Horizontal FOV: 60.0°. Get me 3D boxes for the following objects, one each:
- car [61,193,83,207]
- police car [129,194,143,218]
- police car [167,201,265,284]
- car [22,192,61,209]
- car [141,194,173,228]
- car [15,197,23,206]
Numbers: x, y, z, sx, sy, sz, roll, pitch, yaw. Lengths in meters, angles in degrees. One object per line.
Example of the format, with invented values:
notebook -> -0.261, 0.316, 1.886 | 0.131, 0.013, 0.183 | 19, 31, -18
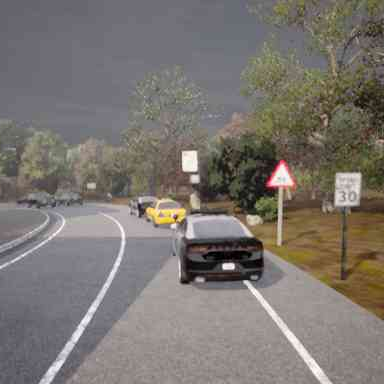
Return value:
car -> -16.496, 0.947, 44.547 | 2.097, 1.767, 4.553 | -5, 3, -42
police car -> -3.606, 1.000, 25.587 | 1.930, 1.638, 5.238 | -2, 2, -21
police car -> 0.459, 1.279, 9.408 | 1.930, 1.638, 5.238 | -1, 1, -7
car -> -19.188, 1.057, 42.322 | 2.150, 2.045, 5.566 | -5, 3, -42
car -> -1.615, 1.121, 19.724 | 1.801, 1.575, 5.366 | -2, 1, -16
car -> -26.718, 1.359, 53.799 | 5.008, 1.535, 1.882 | -2, 3, 34
